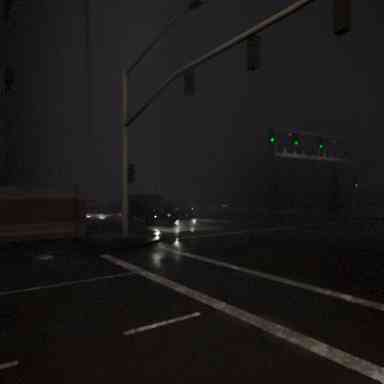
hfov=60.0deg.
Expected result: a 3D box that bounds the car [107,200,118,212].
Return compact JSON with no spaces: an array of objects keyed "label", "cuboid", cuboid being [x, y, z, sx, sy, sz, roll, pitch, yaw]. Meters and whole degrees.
[{"label":"car","cuboid":[-8.121,1.580,37.559,1.895,1.301,4.718,0,0,-36]}]

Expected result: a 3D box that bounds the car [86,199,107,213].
[{"label":"car","cuboid":[-11.290,1.461,35.971,1.882,1.535,5.008,0,0,-36]}]

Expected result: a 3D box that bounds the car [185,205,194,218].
[{"label":"car","cuboid":[-1.757,1.331,28.719,2.097,1.767,4.553,0,0,-36]}]

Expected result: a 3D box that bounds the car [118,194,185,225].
[{"label":"car","cuboid":[-3.168,1.206,24.685,2.150,2.045,5.566,0,0,-36]}]
